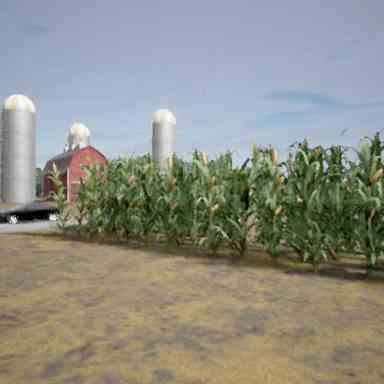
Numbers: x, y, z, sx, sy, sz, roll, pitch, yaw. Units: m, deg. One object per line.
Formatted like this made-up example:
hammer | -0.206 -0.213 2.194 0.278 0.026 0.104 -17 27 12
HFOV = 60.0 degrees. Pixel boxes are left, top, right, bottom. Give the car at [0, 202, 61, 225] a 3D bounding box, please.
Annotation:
car | -12.430 1.538 25.281 1.882 1.535 5.008 1 0 36
